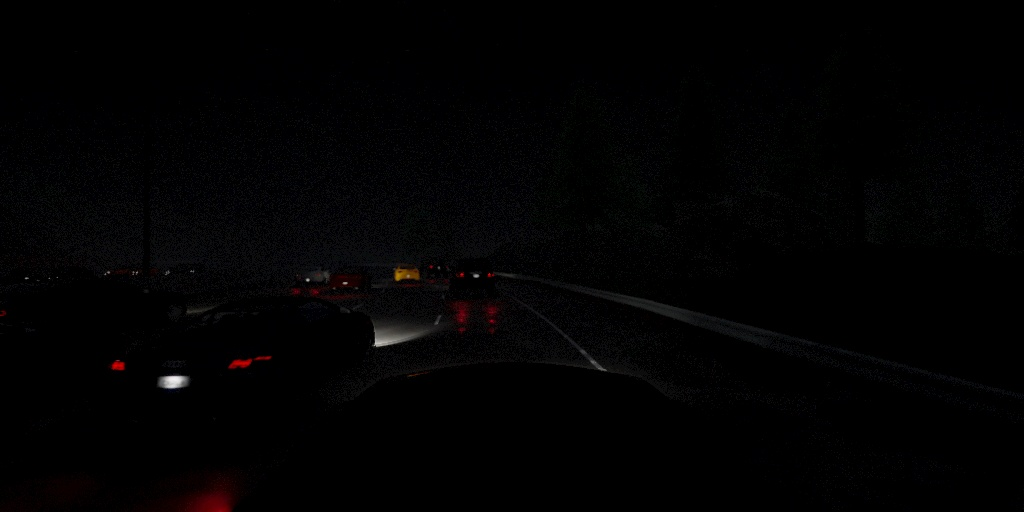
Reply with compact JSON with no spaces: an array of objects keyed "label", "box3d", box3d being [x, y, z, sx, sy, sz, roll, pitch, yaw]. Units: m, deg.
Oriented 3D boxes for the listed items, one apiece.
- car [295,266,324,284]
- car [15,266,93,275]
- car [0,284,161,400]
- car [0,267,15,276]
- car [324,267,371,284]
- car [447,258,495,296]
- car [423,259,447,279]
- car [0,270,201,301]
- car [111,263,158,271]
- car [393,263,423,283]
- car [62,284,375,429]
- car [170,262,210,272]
[{"label":"car","box3d":[-15.403,1.514,27.808,1.812,1.442,4.674,0,-1,-20]},{"label":"car","box3d":[-33.943,1.507,27.092,1.837,1.490,4.892,0,-1,-25]},{"label":"car","box3d":[-7.190,1.265,3.790,2.128,1.511,4.902,0,-1,-1]},{"label":"car","box3d":[-37.492,1.565,26.486,1.812,1.442,4.674,0,-1,-26]},{"label":"car","box3d":[-10.128,1.417,22.725,1.882,1.535,5.008,0,-1,-15]},{"label":"car","box3d":[-2.431,1.139,20.891,2.150,2.045,5.566,0,-1,-13]},{"label":"car","box3d":[-8.505,1.298,38.566,2.150,2.045,5.566,0,0,-25]},{"label":"car","box3d":[-11.065,1.302,9.253,1.882,1.535,5.008,0,-1,-5]},{"label":"car","box3d":[-31.205,1.369,29.560,2.097,1.767,4.553,0,0,-26]},{"label":"car","box3d":[-9.229,1.490,31.189,1.882,1.535,5.008,0,-1,-20]},{"label":"car","box3d":[-3.792,1.353,5.887,1.994,1.385,4.181,0,-1,-4]},{"label":"car","box3d":[-28.065,1.379,31.108,2.097,1.767,4.553,0,0,-26]}]
